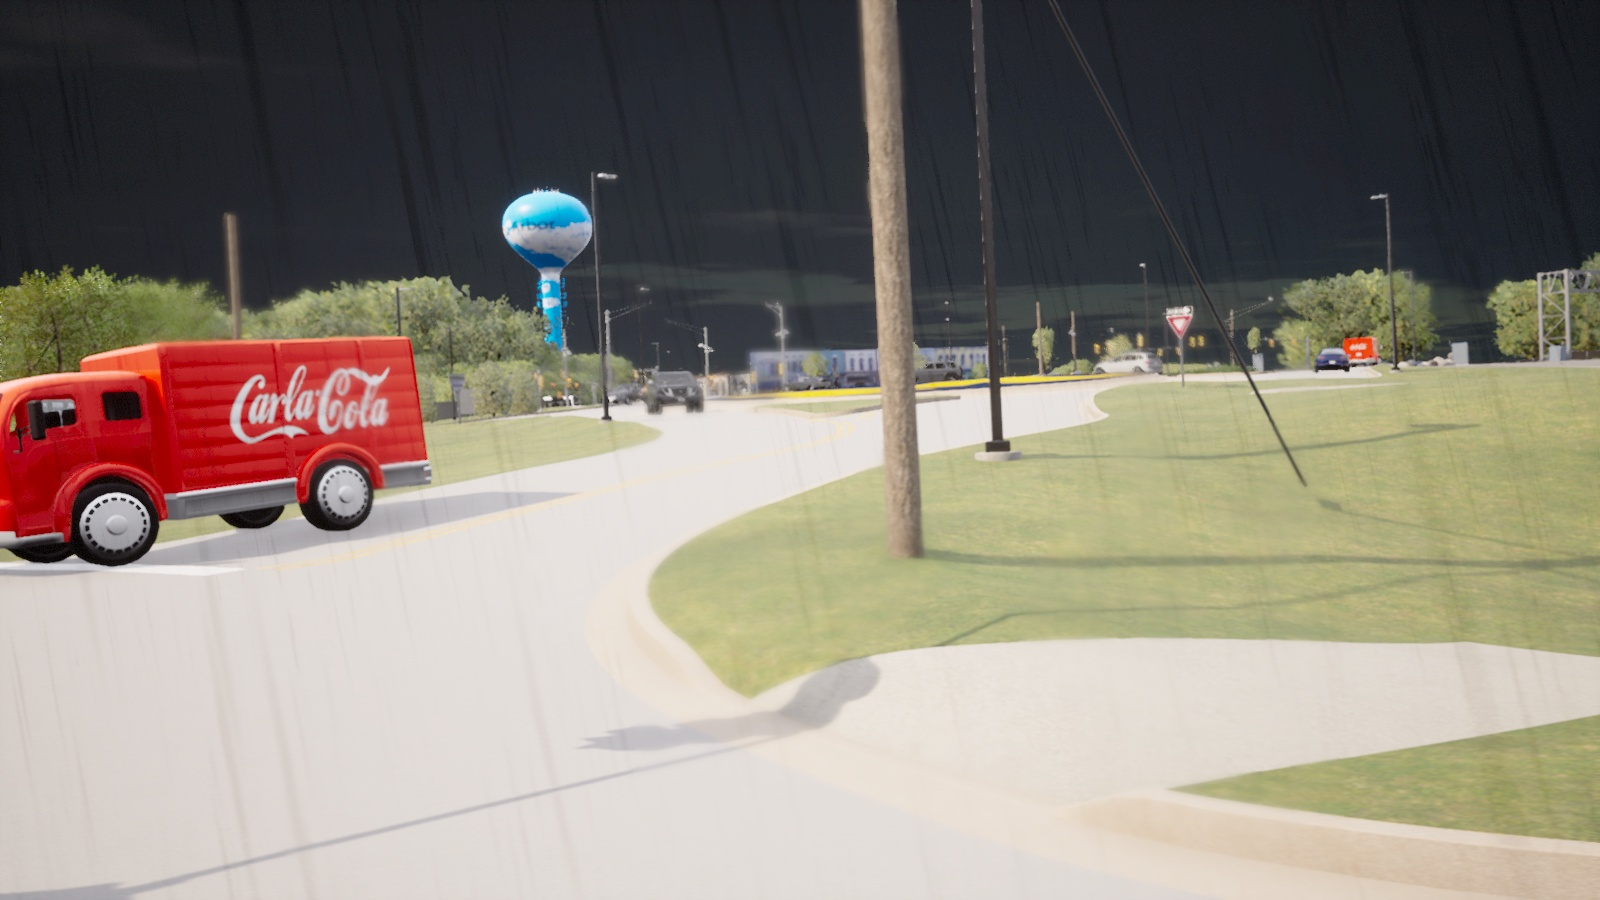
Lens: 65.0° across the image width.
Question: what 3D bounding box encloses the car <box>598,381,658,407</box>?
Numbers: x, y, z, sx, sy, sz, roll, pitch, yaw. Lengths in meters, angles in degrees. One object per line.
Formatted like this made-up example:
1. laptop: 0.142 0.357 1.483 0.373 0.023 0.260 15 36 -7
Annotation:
1. car: -12.225 -4.010 89.442 2.128 1.511 4.902 -2 4 19

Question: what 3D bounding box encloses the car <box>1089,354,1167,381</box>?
1. car: 22.117 -5.554 84.686 2.242 1.667 4.611 -3 3 -43

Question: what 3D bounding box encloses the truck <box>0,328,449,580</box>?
1. truck: -7.466 -0.112 15.636 2.627 2.467 5.204 -2 4 38

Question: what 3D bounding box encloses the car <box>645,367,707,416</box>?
1. car: -5.754 -2.644 57.666 2.150 2.045 5.566 -2 2 -12

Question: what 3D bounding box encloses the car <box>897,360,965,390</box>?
1. car: 9.456 -5.403 90.969 4.605 1.855 1.932 -3 0 -2

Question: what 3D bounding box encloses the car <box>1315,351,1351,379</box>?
1. car: 31.072 -4.926 73.269 1.812 1.442 4.674 1 2 23
